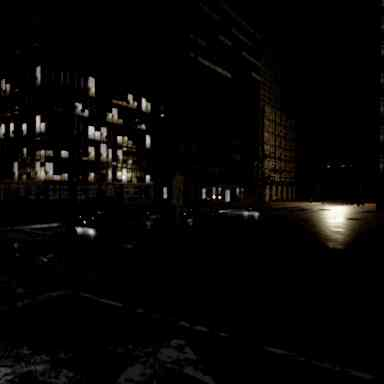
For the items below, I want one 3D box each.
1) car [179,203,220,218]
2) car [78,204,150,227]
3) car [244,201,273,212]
[{"bbox_3d":[0.673,1.689,31.834,1.895,1.301,4.718,1,0,37],"label":"car"},{"bbox_3d":[-5.374,1.590,23.734,2.033,1.411,5.357,1,0,37],"label":"car"},{"bbox_3d":[8.463,1.749,42.220,1.895,1.301,4.718,1,0,37],"label":"car"}]
